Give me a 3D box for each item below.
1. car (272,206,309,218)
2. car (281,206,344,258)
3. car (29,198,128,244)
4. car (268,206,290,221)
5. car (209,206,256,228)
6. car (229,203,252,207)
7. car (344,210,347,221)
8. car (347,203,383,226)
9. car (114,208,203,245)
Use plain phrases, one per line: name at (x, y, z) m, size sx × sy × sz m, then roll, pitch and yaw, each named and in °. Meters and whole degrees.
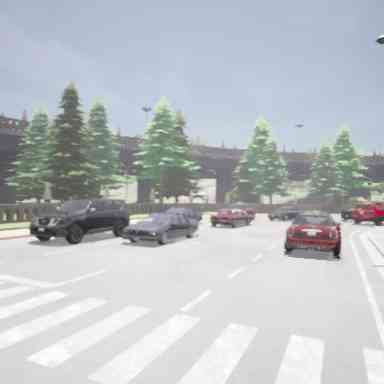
car at (11.991, 2.430, 40.487) m, size 4.181 × 1.385 × 1.994 m, roll 2°, pitch -1°, yaw -32°
car at (5.468, 1.687, 14.796) m, size 2.097 × 1.767 × 4.553 m, roll 1°, pitch -1°, yaw 23°
car at (-5.316, 1.324, 16.751) m, size 2.150 × 2.045 × 5.566 m, roll 1°, pitch -1°, yaw 24°
car at (9.789, 2.228, 34.332) m, size 4.892 × 1.490 × 1.837 m, roll 2°, pitch -1°, yaw -41°
car at (3.180, 2.046, 26.228) m, size 1.895 × 1.301 × 4.718 m, roll 1°, pitch -1°, yaw 31°
car at (4.531, 1.940, 33.802) m, size 2.097 × 1.767 × 4.553 m, roll 1°, pitch -1°, yaw 43°
car at (18.352, 2.432, 36.005) m, size 5.008 × 1.535 × 1.882 m, roll 2°, pitch -1°, yaw -29°
car at (17.639, 2.097, 31.726) m, size 5.566 × 2.045 × 2.150 m, roll 2°, pitch -1°, yaw -34°
car at (-1.367, 1.750, 17.073) m, size 2.033 × 1.411 × 5.357 m, roll 1°, pitch -1°, yaw 24°
